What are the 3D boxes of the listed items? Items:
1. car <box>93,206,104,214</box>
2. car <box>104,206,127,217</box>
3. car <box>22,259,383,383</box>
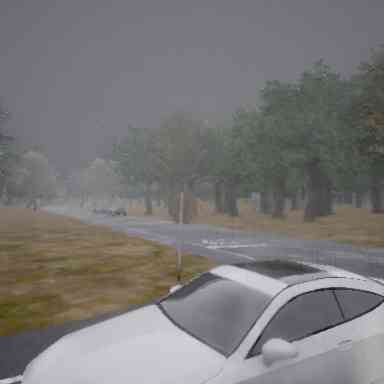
[{"bbox_3d":[-15.716,3.138,57.366,2.033,1.411,5.357,3,-3,-28],"label":"car"},{"bbox_3d":[-10.861,2.816,48.226,1.837,1.490,4.892,3,-3,-27],"label":"car"},{"bbox_3d":[0.727,1.561,3.630,4.674,1.442,1.812,0,0,-29],"label":"car"}]
